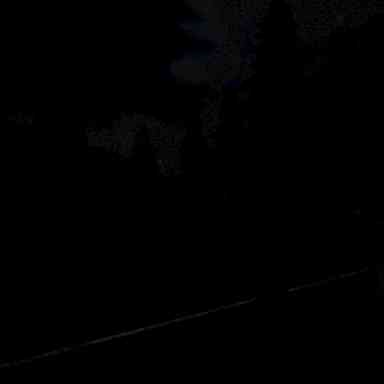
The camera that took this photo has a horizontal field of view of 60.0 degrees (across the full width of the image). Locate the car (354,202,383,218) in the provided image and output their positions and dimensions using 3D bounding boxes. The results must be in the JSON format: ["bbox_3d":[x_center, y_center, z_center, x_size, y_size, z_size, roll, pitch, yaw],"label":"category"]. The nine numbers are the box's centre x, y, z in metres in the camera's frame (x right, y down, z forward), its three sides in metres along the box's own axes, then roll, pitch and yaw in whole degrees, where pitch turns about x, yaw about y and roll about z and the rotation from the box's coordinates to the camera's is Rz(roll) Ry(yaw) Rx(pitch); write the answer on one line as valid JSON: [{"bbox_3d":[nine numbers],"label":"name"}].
[{"bbox_3d":[15.992,1.563,27.820,2.033,1.411,5.357,0,0,-25],"label":"car"}]
